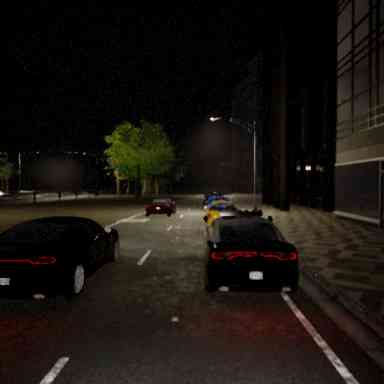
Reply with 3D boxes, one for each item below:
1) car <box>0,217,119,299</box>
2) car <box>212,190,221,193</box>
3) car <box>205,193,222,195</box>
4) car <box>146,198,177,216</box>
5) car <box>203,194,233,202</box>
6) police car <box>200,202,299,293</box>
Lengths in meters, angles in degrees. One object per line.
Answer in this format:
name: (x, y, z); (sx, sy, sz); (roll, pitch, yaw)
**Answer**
car: (-3.186, 1.337, 8.187); (1.882, 1.535, 5.008); (0, 1, 2)
car: (2.526, 0.798, 44.209); (2.033, 1.411, 5.357); (0, 1, 7)
car: (1.959, 1.057, 24.311); (1.882, 1.535, 5.008); (0, 1, 4)
car: (-2.347, 1.117, 26.175); (1.994, 1.385, 4.181); (0, 1, 4)
car: (1.641, 1.130, 18.586); (1.801, 1.575, 5.366); (0, 1, 3)
police car: (1.245, 1.270, 8.640); (1.930, 1.638, 5.238); (0, 1, 2)
